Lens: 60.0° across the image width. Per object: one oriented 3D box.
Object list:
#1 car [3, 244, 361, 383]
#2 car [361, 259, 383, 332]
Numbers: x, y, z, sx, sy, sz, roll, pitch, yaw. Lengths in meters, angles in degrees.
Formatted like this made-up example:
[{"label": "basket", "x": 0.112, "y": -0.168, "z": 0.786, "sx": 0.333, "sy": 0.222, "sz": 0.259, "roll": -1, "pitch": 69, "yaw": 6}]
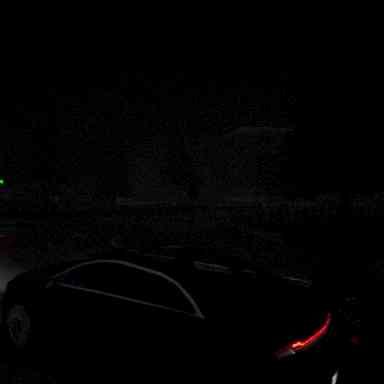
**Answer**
[{"label": "car", "x": -0.660, "y": 1.470, "z": 4.461, "sx": 4.902, "sy": 1.511, "sz": 2.128, "roll": 0, "pitch": 0, "yaw": 35}, {"label": "car", "x": 4.384, "y": 1.606, "z": 5.164, "sx": 4.718, "sy": 1.301, "sz": 1.895, "roll": 0, "pitch": 0, "yaw": 36}]
